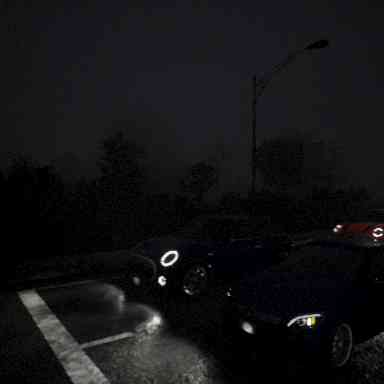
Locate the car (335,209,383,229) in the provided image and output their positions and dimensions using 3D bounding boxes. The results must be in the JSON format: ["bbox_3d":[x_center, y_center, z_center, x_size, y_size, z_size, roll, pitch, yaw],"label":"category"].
[{"bbox_3d":[7.872,1.495,13.887,4.553,1.767,2.097,1,0,-35],"label":"car"}]

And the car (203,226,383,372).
[{"bbox_3d":[2.638,1.580,5.856,4.674,1.442,1.812,1,0,-36],"label":"car"}]

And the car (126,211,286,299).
[{"bbox_3d":[0.600,1.406,8.709,4.553,1.767,2.097,1,0,-35],"label":"car"}]
